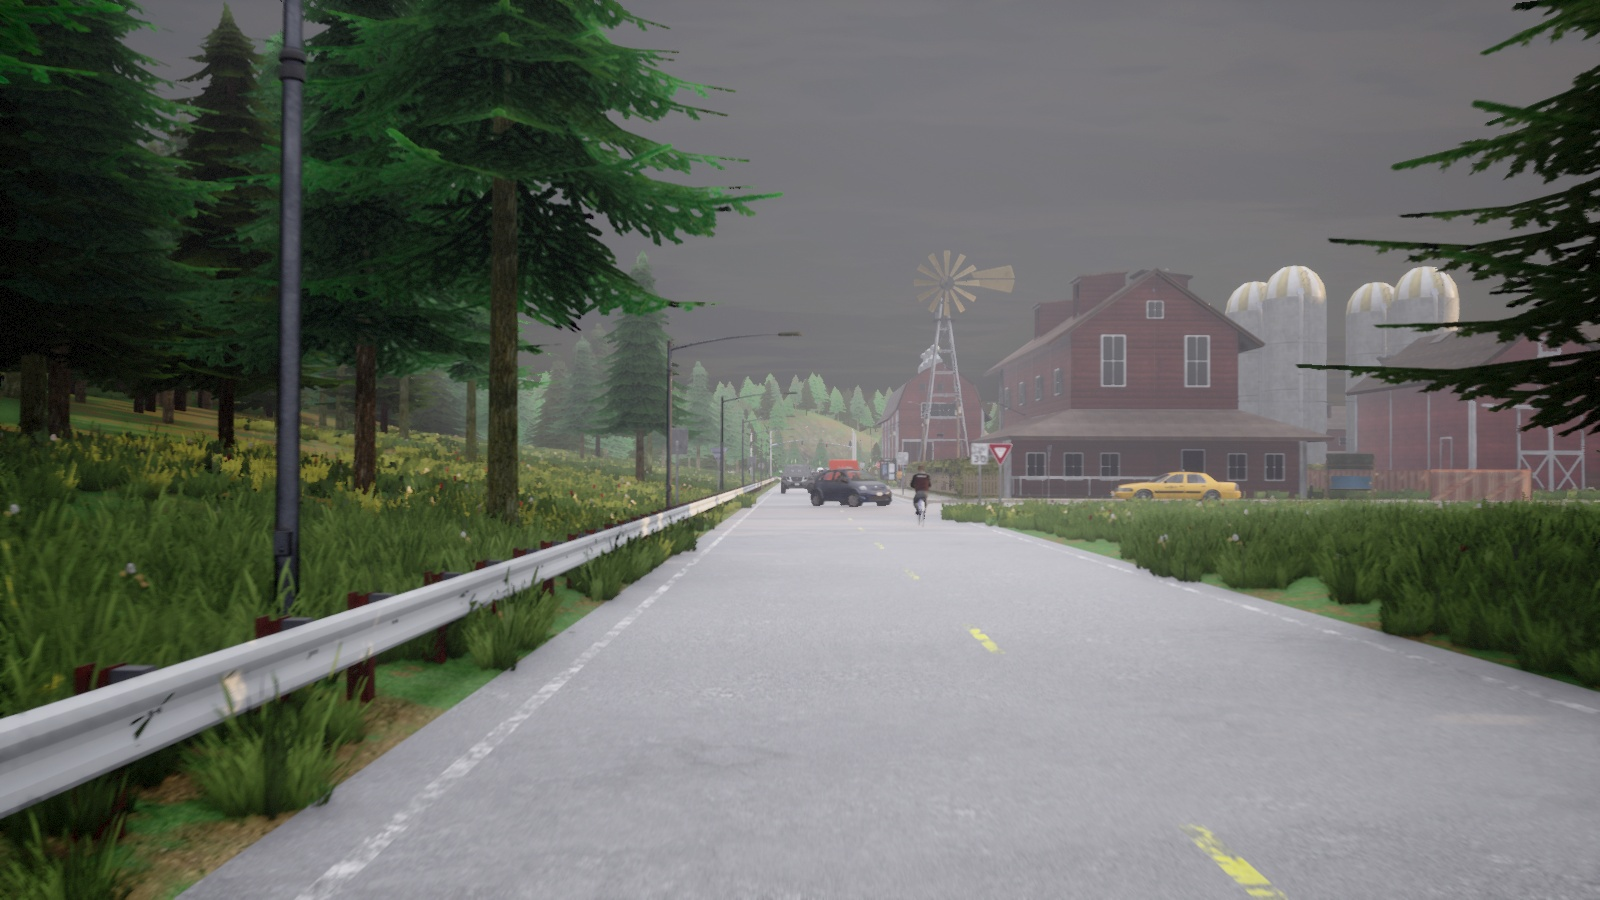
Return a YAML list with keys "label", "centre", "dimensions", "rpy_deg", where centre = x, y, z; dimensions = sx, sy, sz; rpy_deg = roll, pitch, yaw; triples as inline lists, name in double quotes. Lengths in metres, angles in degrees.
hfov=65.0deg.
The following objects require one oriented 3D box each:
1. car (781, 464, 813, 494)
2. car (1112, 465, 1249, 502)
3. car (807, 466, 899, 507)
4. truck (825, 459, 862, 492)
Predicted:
- label: "car"
  centre: [-0.218, 1.993, 87.131]
  dimensions: [2.150, 2.045, 5.566]
  rpy_deg: [0, -1, 0]
- label: "car"
  centre: [16.474, 1.463, 54.555]
  dimensions: [5.366, 1.575, 1.801]
  rpy_deg: [0, -1, 0]
- label: "car"
  centre: [2.222, 1.548, 53.648]
  dimensions: [1.851, 1.617, 3.988]
  rpy_deg: [0, -1, -35]
- label: "truck"
  centre: [3.266, 1.936, 96.256]
  dimensions: [2.627, 2.467, 5.204]
  rpy_deg: [0, 0, 0]
